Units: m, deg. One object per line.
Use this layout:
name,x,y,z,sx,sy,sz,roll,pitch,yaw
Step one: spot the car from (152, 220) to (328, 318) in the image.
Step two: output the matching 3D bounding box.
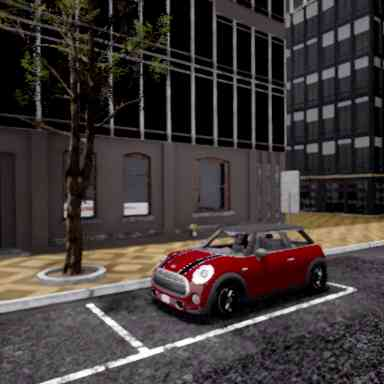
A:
car,1.132,1.479,7.387,4.097,1.590,1.967,1,-1,-36
